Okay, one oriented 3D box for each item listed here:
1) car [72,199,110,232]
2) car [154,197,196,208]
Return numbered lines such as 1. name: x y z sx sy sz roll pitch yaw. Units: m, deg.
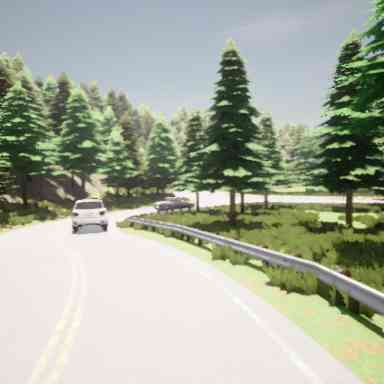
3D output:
1. car: -6.926 1.530 22.985 2.150 2.045 5.566 -2 0 -13
2. car: -1.634 1.665 40.038 2.033 1.411 5.357 3 4 42
